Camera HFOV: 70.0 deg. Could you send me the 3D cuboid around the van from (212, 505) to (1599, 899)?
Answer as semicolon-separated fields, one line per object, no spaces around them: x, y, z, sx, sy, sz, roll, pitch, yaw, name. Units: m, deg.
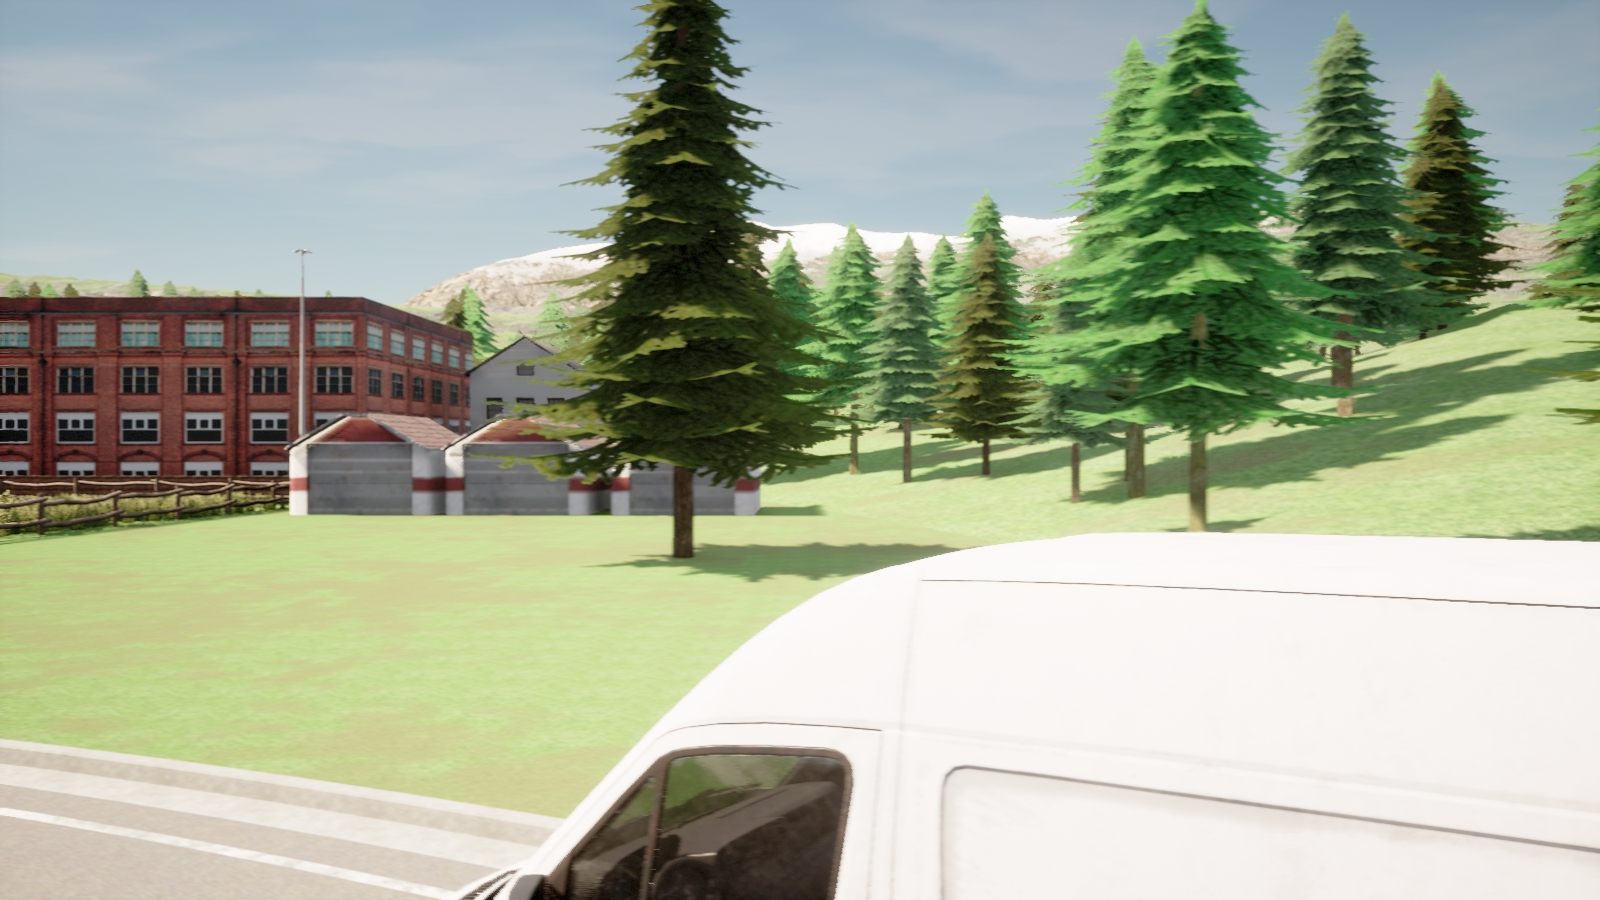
1.113;1.533;3.130;5.915;2.561;1.988;0;-1;30;van
